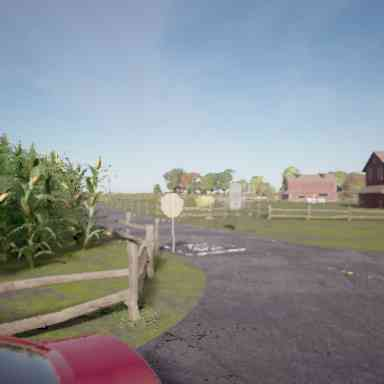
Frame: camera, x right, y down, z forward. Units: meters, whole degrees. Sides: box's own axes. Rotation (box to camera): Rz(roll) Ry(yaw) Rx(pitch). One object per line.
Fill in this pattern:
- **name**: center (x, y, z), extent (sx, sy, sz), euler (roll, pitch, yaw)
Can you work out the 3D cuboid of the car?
- **car**: center (-2.428, 1.505, 1.140), extent (5.008, 1.535, 1.882), euler (1, -2, -30)
